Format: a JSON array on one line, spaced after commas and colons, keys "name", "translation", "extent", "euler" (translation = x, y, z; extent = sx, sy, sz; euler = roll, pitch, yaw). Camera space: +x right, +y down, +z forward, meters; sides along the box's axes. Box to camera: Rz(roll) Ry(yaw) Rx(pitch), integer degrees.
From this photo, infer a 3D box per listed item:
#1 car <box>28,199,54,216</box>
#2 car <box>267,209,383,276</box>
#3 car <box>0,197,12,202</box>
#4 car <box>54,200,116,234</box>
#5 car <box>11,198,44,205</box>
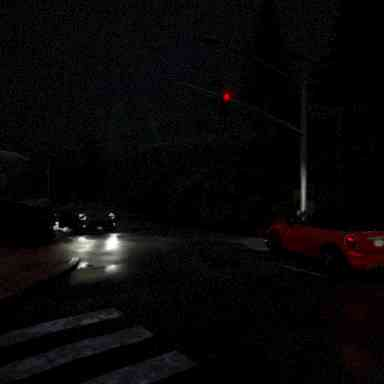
[{"name": "car", "translation": [-11.284, 1.509, 26.307], "extent": [1.994, 1.385, 4.181], "euler": [1, 0, -36]}, {"name": "car", "translation": [4.221, 1.308, 10.511], "extent": [2.097, 1.767, 4.553], "euler": [0, 0, -15]}, {"name": "car", "translation": [-27.447, 1.544, 49.080], "extent": [1.837, 1.490, 4.892], "euler": [1, 0, -36]}, {"name": "car", "translation": [-6.026, 1.285, 18.958], "extent": [2.097, 1.767, 4.553], "euler": [1, 0, -36]}, {"name": "car", "translation": [-17.077, 1.484, 34.409], "extent": [1.812, 1.442, 4.674], "euler": [1, 0, -35]}]
